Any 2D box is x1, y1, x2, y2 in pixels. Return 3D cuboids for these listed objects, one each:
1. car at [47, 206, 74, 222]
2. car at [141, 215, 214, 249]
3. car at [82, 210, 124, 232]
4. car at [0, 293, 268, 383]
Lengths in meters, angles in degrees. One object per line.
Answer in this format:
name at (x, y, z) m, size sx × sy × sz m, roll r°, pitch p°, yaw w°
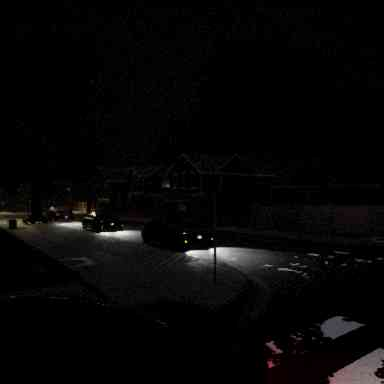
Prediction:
car at (-13.489, 2.205, 33.983) m, size 2.128 × 1.511 × 4.902 m, roll 0°, pitch -1°, yaw -35°
car at (-0.815, 1.849, 16.239) m, size 1.994 × 1.385 × 4.181 m, roll 0°, pitch -1°, yaw -35°
car at (-6.551, 2.048, 24.266) m, size 1.994 × 1.385 × 4.181 m, roll 0°, pitch -1°, yaw -35°
car at (-1.731, 1.480, 1.717) m, size 5.008 × 1.535 × 1.882 m, roll 0°, pitch 0°, yaw -36°
